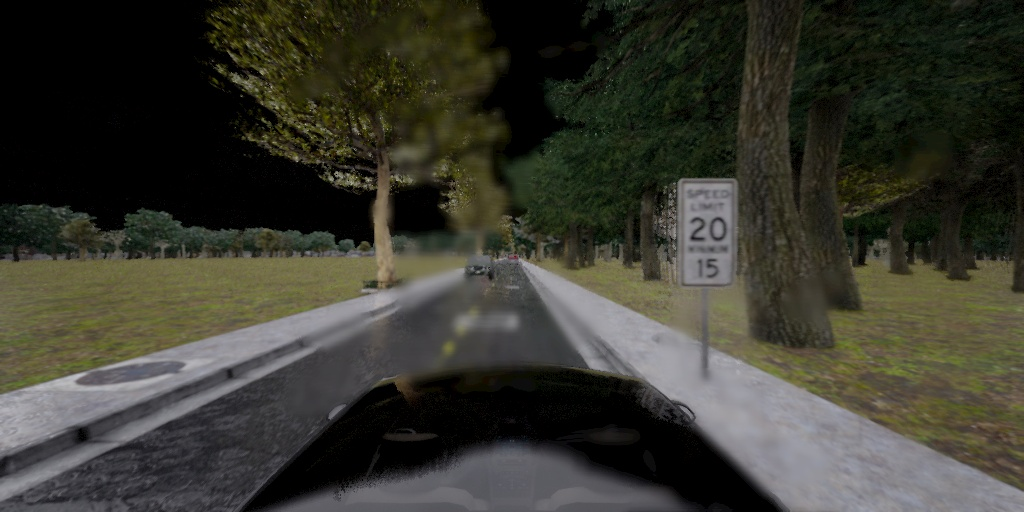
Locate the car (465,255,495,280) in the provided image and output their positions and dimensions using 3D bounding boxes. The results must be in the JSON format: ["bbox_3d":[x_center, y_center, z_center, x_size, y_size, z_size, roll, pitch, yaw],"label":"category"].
[{"bbox_3d":[-2.649,0.937,31.010,2.150,2.045,5.566,0,0,0],"label":"car"}]
